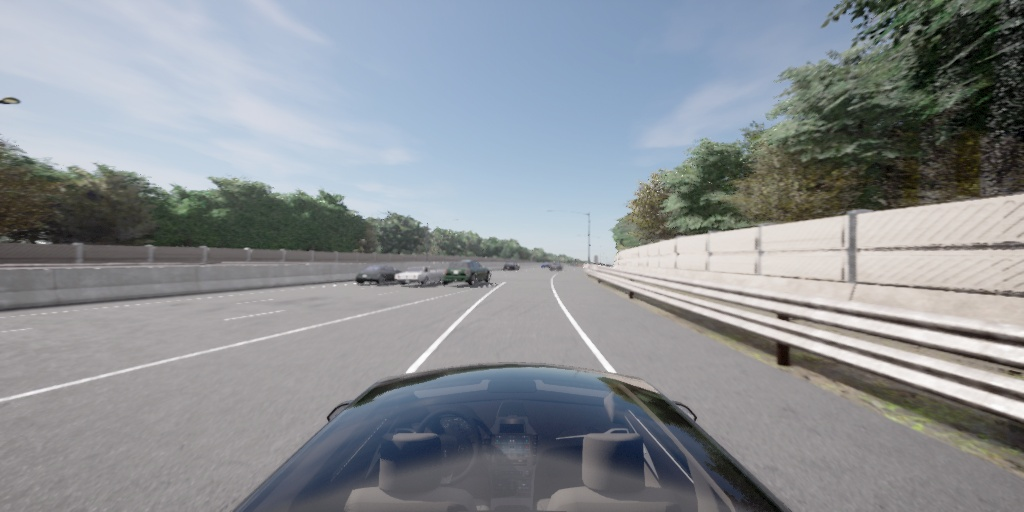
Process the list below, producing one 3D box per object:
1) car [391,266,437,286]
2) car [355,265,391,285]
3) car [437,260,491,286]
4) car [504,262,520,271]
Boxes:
[{"bbox_3d":[-6.389,1.393,26.077,1.895,1.301,4.718,-1,0,16],"label":"car"},{"bbox_3d":[-9.755,1.378,26.995,1.994,1.385,4.181,0,0,16],"label":"car"},{"bbox_3d":[-3.032,1.081,25.067,2.097,1.767,4.553,0,0,16],"label":"car"},{"bbox_3d":[0.009,1.799,61.833,1.882,1.535,5.008,0,-1,16],"label":"car"}]
